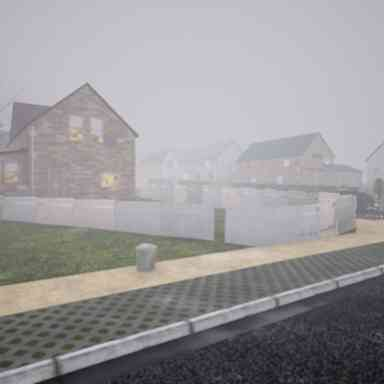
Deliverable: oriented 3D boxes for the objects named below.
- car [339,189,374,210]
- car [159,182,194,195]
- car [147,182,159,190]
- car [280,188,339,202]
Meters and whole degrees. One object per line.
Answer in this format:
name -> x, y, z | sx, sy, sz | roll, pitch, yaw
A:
car -> 11.553, 0.541, 26.080 | 1.837, 1.490, 4.892 | 0, 3, -34
car -> -1.646, -0.349, 40.168 | 1.837, 1.490, 4.892 | 0, 3, -34
car -> -4.778, -0.788, 49.887 | 2.033, 1.411, 5.357 | 0, 3, -34
car -> 8.248, 0.460, 25.647 | 1.882, 1.535, 5.008 | 0, 3, -34
